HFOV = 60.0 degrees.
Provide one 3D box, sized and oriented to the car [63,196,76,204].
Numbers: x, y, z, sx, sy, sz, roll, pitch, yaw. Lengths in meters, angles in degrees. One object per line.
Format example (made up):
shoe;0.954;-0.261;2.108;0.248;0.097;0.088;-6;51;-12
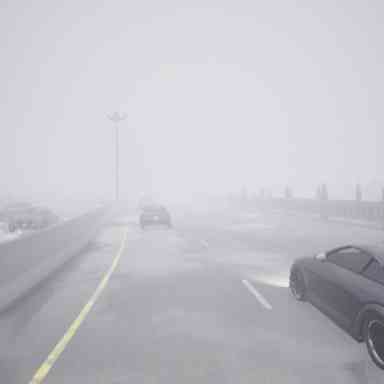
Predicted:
car;-24.285;1.547;65.928;1.837;1.490;4.892;0;0;-10

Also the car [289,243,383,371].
car;3.201;1.548;5.640;1.994;1.385;4.181;0;0;-4

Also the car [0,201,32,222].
car;-14.176;1.541;27.319;1.837;1.490;4.892;0;0;-10

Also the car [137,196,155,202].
car;-5.543;1.347;40.195;2.097;1.767;4.553;0;0;-10

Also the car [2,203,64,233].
car;-9.349;1.587;19.915;1.994;1.385;4.181;0;0;-10

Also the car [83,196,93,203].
car;-21.108;1.560;68.098;1.812;1.442;4.674;0;0;-10

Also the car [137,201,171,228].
car;-2.544;1.559;22.599;1.994;1.385;4.181;0;0;-9

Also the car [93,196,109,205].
car;-16.319;1.500;60.791;1.882;1.535;5.008;0;0;-9
